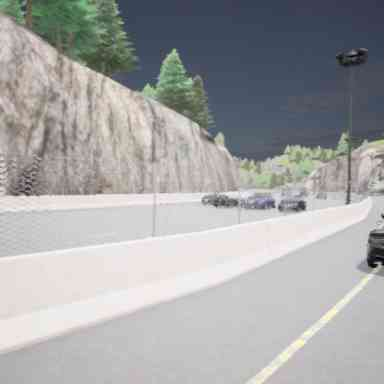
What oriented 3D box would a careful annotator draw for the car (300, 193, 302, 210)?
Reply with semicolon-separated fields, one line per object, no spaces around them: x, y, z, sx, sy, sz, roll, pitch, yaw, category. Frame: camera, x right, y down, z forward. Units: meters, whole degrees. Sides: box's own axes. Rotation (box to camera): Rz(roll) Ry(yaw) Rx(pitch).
9.515;1.107;31.272;1.812;1.442;4.674;2;1;31;car

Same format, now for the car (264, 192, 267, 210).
7.004;0.841;33.901;2.097;1.767;4.553;2;1;31;car

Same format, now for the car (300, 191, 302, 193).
23.669;0.539;70.593;1.837;1.490;4.892;1;1;18;car

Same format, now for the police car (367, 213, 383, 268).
6.778;1.347;10.207;1.930;1.638;5.238;2;1;37;police car
